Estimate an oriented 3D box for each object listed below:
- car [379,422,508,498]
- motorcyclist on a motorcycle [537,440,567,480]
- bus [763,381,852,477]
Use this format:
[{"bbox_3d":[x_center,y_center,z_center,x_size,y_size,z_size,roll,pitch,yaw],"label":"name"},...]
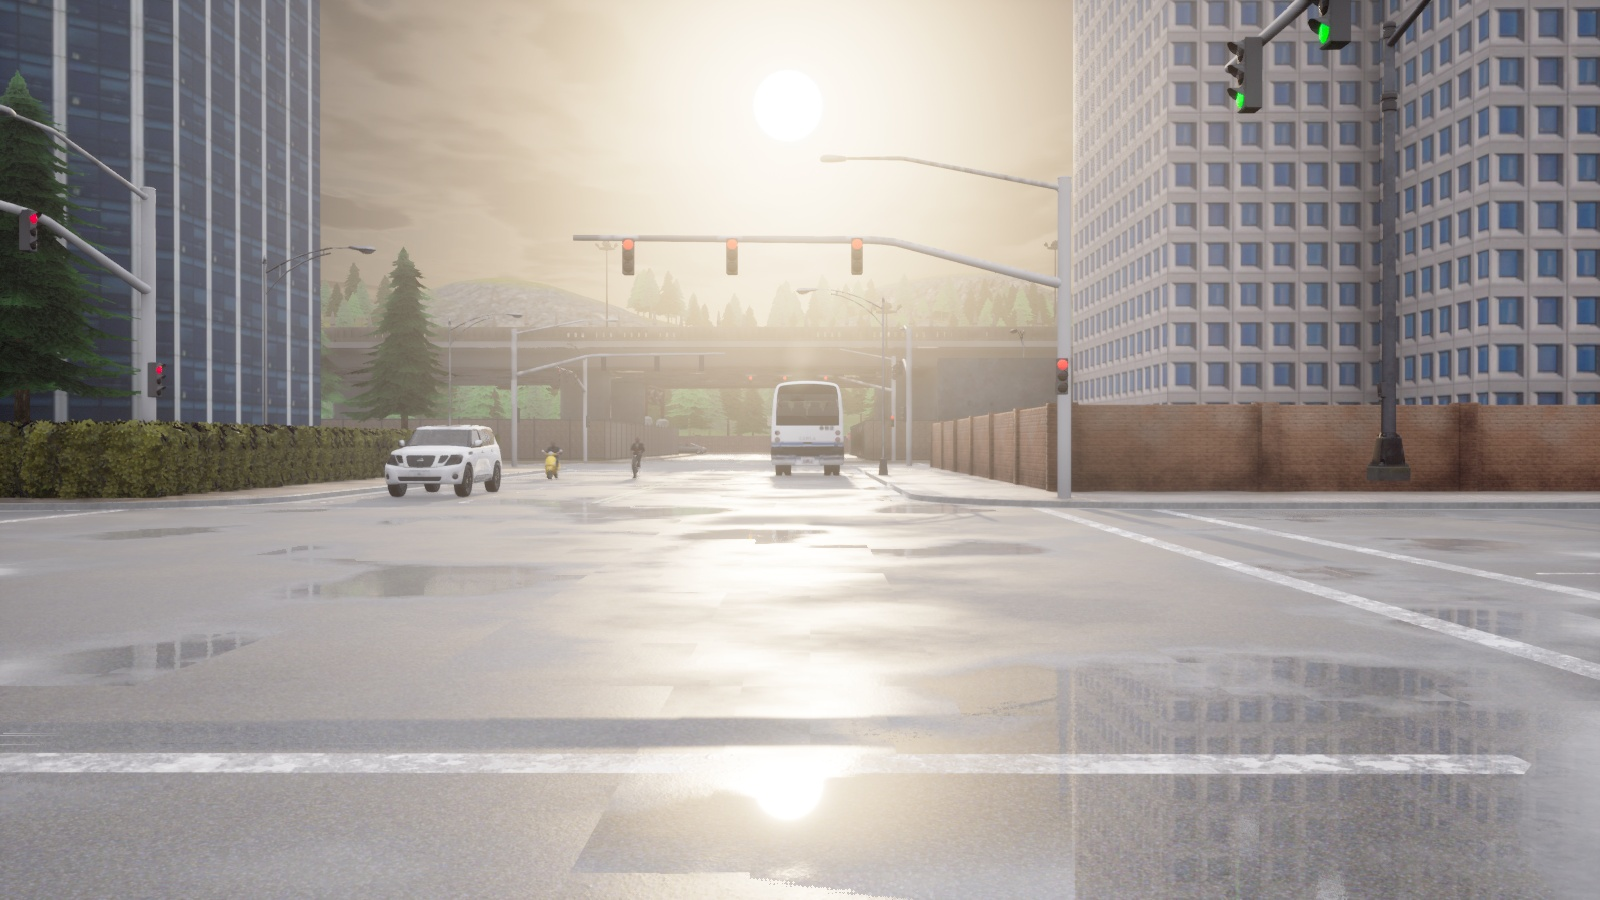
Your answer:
[{"bbox_3d":[-10.274,0.250,36.693,2.150,2.045,5.566,0,0,0],"label":"car"},{"bbox_3d":[-10.185,0.400,51.666,0.866,1.590,1.817,0,0,0],"label":"motorcyclist on a motorcycle"},{"bbox_3d":[0.368,-0.972,60.679,3.944,4.253,10.273,0,0,0],"label":"bus"}]
